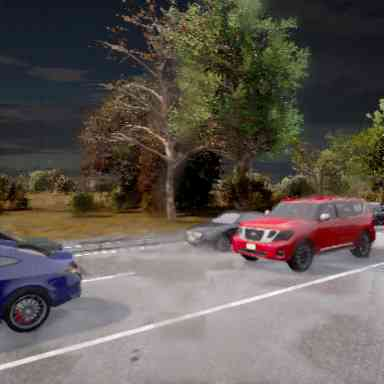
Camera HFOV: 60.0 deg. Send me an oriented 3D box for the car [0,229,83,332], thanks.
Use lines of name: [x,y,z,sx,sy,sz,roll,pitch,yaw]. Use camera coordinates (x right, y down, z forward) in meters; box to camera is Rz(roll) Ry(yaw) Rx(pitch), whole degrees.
car: [-4.182,1.532,5.311,4.674,1.442,1.812,0,0,-35]

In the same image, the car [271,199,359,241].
car: [6.447,1.310,17.225,4.553,1.767,2.097,0,0,-37]

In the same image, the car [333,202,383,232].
car: [10.897,1.445,20.565,4.892,1.490,1.837,0,0,-37]

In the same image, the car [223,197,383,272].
car: [3.928,1.196,11.110,5.566,2.045,2.150,0,0,-36]

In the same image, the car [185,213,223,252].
car: [1.893,1.503,13.954,4.674,1.442,1.812,0,0,-36]

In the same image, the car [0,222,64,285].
car: [-5.913,1.609,8.374,4.718,1.301,1.895,0,0,-35]
